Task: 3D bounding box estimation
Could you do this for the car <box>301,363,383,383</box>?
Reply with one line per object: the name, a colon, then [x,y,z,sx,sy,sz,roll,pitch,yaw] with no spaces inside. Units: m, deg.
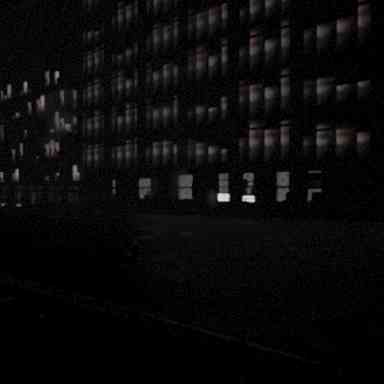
car: [2.463,1.544,1.256,4.403,1.369,2.008,0,0,36]
